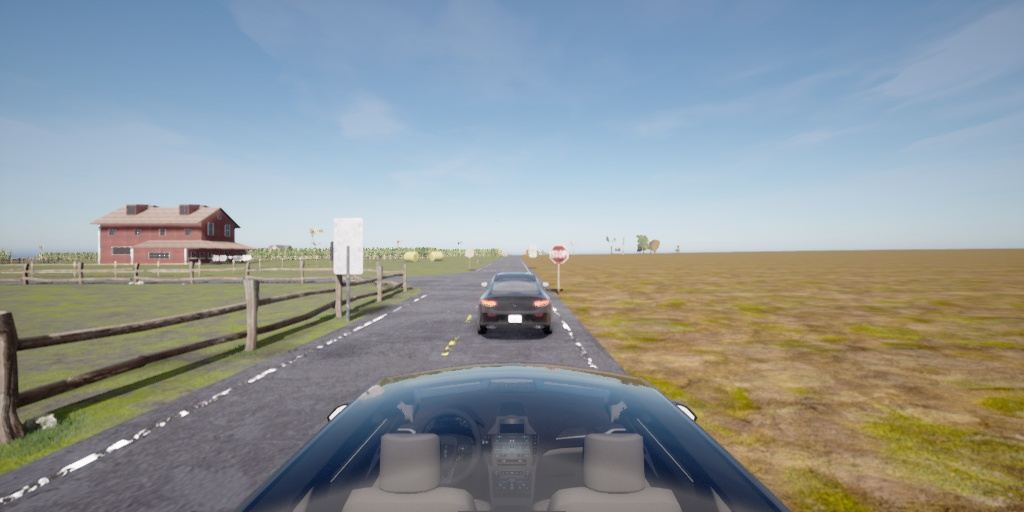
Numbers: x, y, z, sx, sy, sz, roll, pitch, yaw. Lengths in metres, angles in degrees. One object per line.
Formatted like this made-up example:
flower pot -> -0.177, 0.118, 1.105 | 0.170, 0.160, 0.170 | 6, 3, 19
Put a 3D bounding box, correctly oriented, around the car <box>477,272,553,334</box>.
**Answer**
car -> 0.085, 1.174, 10.111 | 1.812, 1.442, 4.674 | 0, 1, 0
